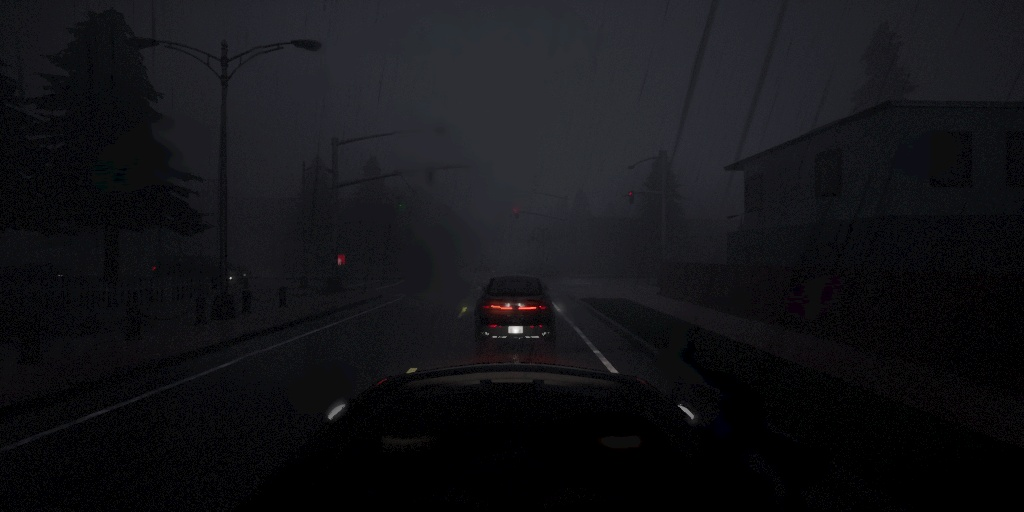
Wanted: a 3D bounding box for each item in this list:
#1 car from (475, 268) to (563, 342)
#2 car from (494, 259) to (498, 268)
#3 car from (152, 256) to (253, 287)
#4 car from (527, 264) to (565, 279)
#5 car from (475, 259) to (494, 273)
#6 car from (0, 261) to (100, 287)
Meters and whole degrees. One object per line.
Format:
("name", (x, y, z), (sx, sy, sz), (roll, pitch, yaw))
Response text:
("car", (0.092, 1.255, 9.729), (1.837, 1.490, 4.892), (0, 0, 0))
("car", (-3.460, 1.276, 54.315), (1.812, 1.442, 4.674), (0, 0, 0))
("car", (-20.665, 0.987, 24.039), (5.566, 2.045, 2.150), (0, 0, -1))
("car", (2.098, 1.307, 28.837), (4.181, 1.385, 1.994), (0, 0, -4))
("car", (-3.495, 1.276, 44.179), (1.812, 1.442, 4.674), (0, 0, -1))
("car", (-31.181, 1.255, 23.761), (4.902, 1.511, 2.128), (0, 0, -1))
